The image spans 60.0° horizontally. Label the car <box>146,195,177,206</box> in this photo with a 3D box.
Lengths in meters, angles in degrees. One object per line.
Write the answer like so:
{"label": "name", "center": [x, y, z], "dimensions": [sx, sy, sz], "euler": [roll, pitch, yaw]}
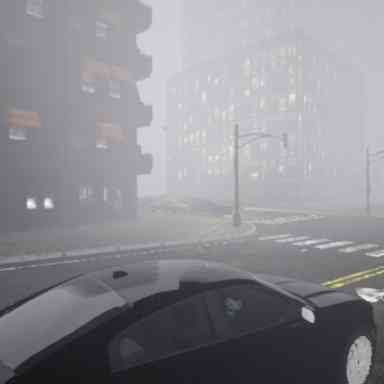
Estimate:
{"label": "car", "center": [-4.142, 1.039, 44.154], "dimensions": [1.802, 1.307, 4.206], "euler": [1, 0, -45]}

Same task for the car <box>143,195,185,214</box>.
{"label": "car", "center": [-2.036, 1.203, 30.066], "dimensions": [1.752, 1.417, 4.829], "euler": [1, 0, -45]}

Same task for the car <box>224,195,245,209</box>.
{"label": "car", "center": [3.729, 1.069, 36.392], "dimensions": [1.967, 1.590, 4.097], "euler": [1, 0, -45]}

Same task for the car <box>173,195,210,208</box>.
{"label": "car", "center": [-0.115, 1.112, 40.123], "dimensions": [1.947, 1.339, 4.313], "euler": [1, 0, -45]}

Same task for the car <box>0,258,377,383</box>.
{"label": "car", "center": [0.017, 1.478, 3.502], "dimensions": [5.008, 1.535, 1.882], "euler": [0, 0, -36]}

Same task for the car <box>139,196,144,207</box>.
{"label": "car", "center": [-4.528, 1.132, 36.338], "dimensions": [1.994, 1.385, 4.181], "euler": [0, 1, -44]}

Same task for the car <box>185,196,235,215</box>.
{"label": "car", "center": [1.743, 1.270, 30.051], "dimensions": [1.994, 1.385, 4.181], "euler": [0, 1, -45]}
